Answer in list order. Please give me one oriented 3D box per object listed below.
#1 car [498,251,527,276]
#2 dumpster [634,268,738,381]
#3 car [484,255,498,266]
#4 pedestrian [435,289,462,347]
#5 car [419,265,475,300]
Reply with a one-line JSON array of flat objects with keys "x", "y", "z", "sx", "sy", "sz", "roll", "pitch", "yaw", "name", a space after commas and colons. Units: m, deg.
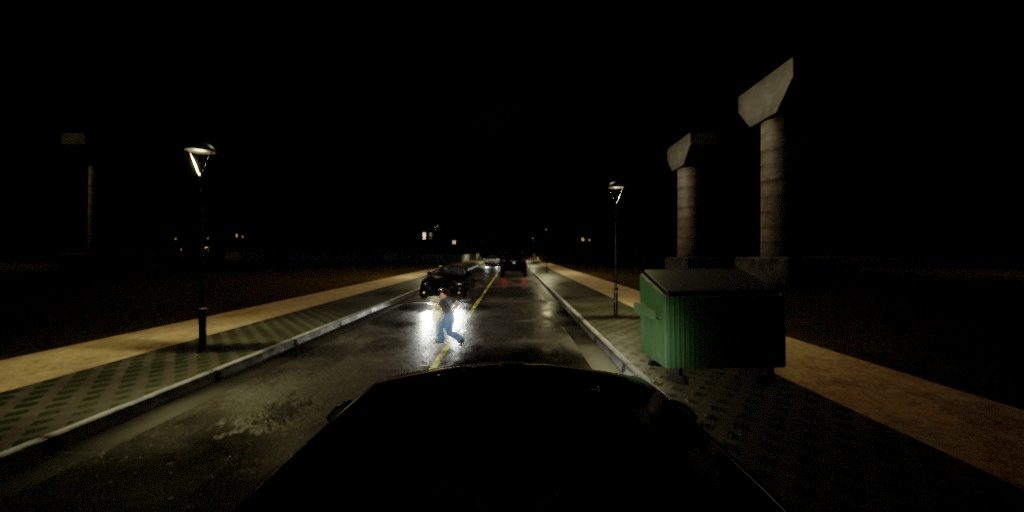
[{"x": 0.121, "y": 0.595, "z": 31.437, "sx": 2.150, "sy": 2.045, "sz": 5.566, "roll": 0, "pitch": 1, "yaw": -1, "name": "car"}, {"x": 3.014, "y": 1.083, "z": 6.617, "sx": 1.020, "sy": 1.700, "sz": 1.940, "roll": 0, "pitch": 0, "yaw": 0, "name": "dumpster"}, {"x": -2.789, "y": 0.640, "z": 50.860, "sx": 1.812, "sy": 1.442, "sz": 4.674, "roll": 0, "pitch": 1, "yaw": 0, "name": "car"}, {"x": -1.356, "y": 1.249, "z": 7.642, "sx": 0.375, "sy": 1.300, "sz": 0.375, "roll": 1, "pitch": 0, "yaw": 0, "name": "pedestrian"}, {"x": -2.834, "y": 1.128, "z": 16.377, "sx": 1.994, "sy": 1.385, "sz": 4.181, "roll": 0, "pitch": 1, "yaw": 0, "name": "car"}]
